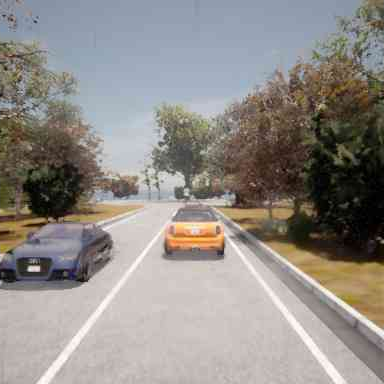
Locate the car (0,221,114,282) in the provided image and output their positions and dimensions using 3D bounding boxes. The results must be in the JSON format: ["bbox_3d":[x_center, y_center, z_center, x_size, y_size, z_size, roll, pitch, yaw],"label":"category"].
[{"bbox_3d":[-3.601,1.559,9.571,1.994,1.385,4.181,0,0,0],"label":"car"}]

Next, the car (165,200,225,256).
[{"bbox_3d":[0.098,1.345,13.284,2.097,1.767,4.553,0,0,0],"label":"car"}]

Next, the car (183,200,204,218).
[{"bbox_3d":[0.095,1.508,30.962,1.812,1.442,4.674,0,0,0],"label":"car"}]
